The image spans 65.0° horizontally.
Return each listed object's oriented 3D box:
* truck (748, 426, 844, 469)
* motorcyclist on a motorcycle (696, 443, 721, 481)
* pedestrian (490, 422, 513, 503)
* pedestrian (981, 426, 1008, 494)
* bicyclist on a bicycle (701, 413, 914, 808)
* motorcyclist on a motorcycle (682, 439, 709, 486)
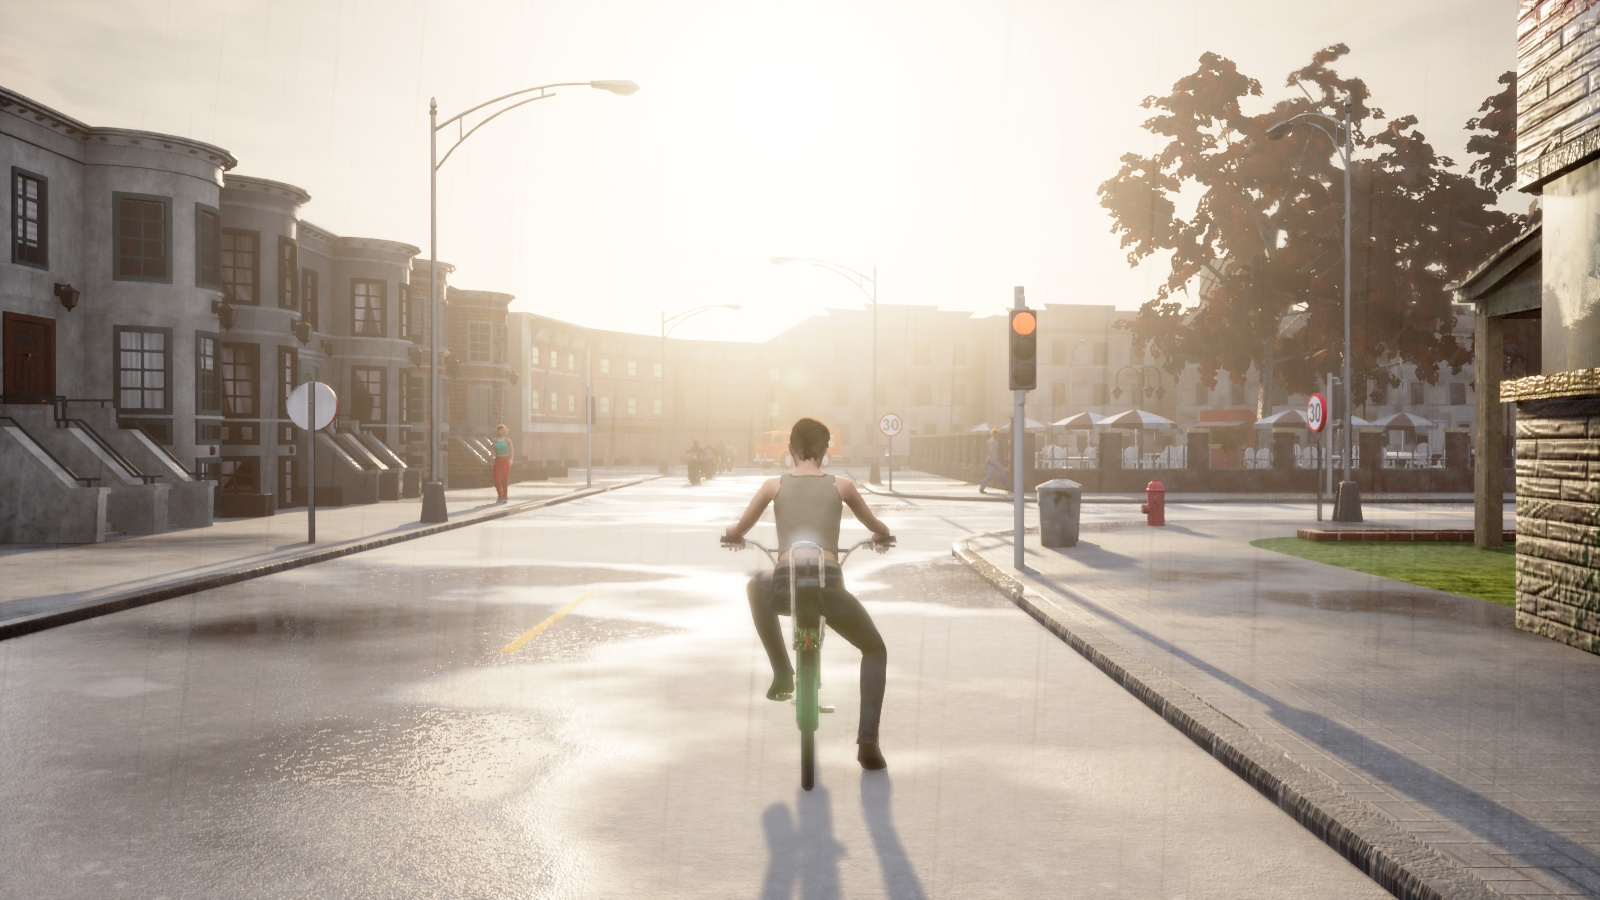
[{"bbox_3d":[-0.228,-0.161,75.082,5.204,2.467,2.627,0,0,-39],"label":"truck"},{"bbox_3d":[-3.760,0.485,51.972,0.866,1.530,2.191,0,0,0],"label":"motorcyclist on a motorcycle"},{"bbox_3d":[-6.825,0.289,28.713,0.345,1.836,0.594,0,0,6],"label":"pedestrian"},{"bbox_3d":[5.328,0.266,34.395,0.706,1.836,0.354,0,0,6],"label":"pedestrian"},{"bbox_3d":[0.037,0.650,5.875,0.866,1.612,1.509,0,0,0],"label":"bicyclist on a bicycle"},{"bbox_3d":[-3.784,0.437,45.498,0.766,1.649,2.350,0,1,0],"label":"motorcyclist on a motorcycle"}]
